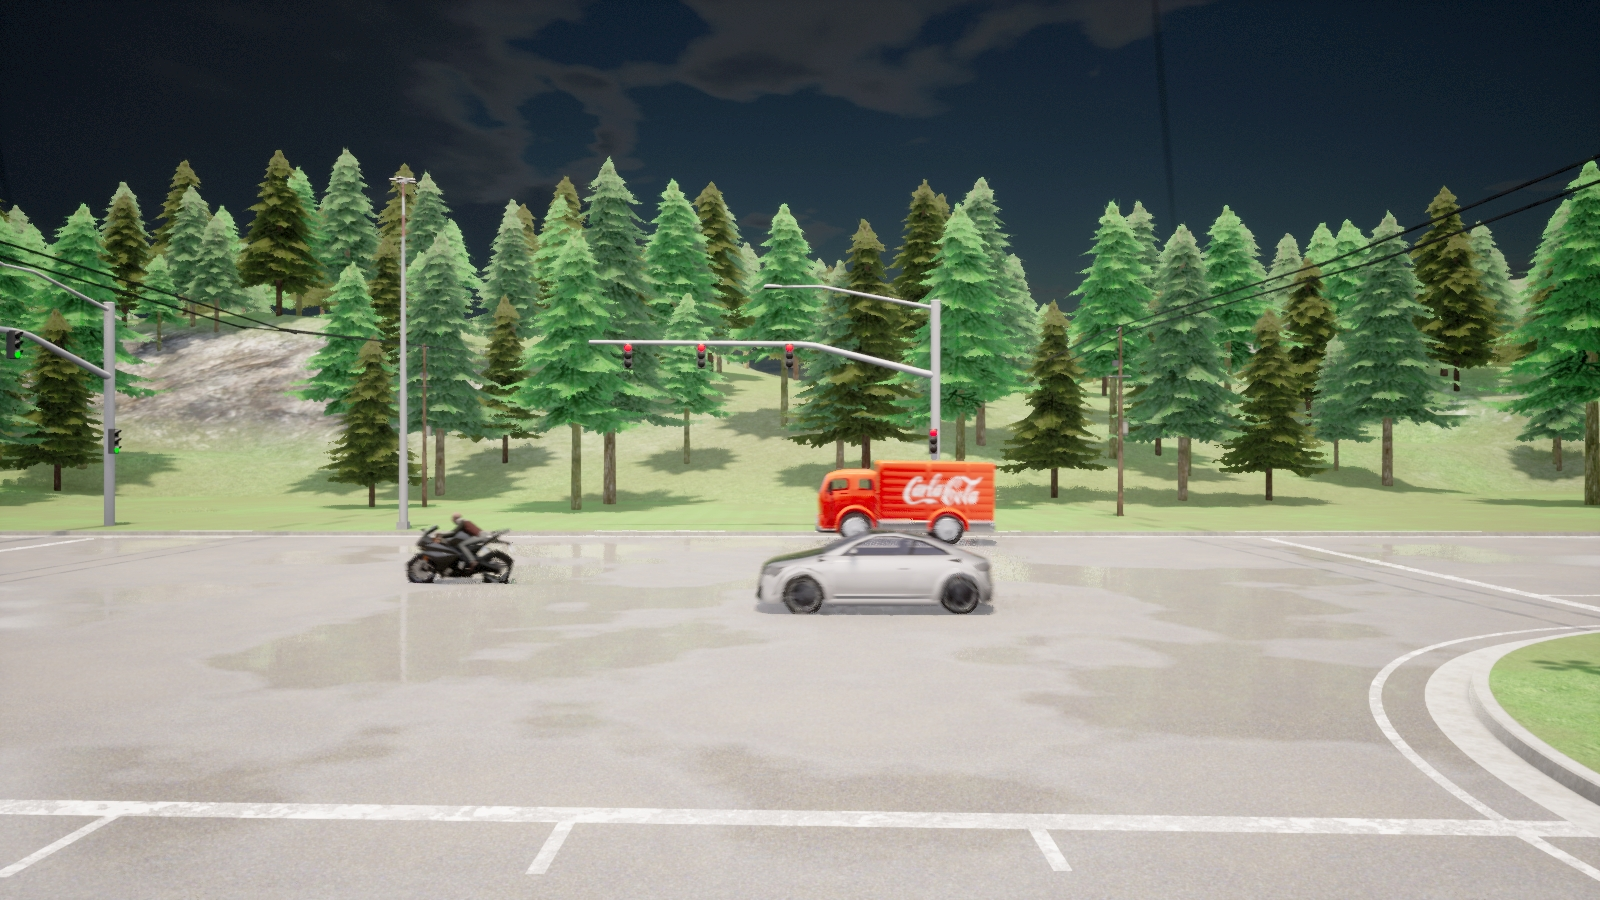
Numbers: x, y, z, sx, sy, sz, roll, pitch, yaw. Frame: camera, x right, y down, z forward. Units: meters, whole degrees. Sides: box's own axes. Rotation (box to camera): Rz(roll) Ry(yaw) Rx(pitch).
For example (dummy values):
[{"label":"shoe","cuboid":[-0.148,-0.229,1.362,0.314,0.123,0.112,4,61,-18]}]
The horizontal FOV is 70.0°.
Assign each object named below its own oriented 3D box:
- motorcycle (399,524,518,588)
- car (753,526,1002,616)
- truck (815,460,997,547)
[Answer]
[{"label":"motorcycle","cuboid":[-7.082,2.189,23.774,2.209,1.251,0.867,0,0,0]},{"label":"car","cuboid":[1.311,2.105,20.223,4.181,1.385,1.994,0,0,0]},{"label":"truck","cuboid":[3.078,1.552,34.211,5.204,2.467,2.627,0,0,0]}]
